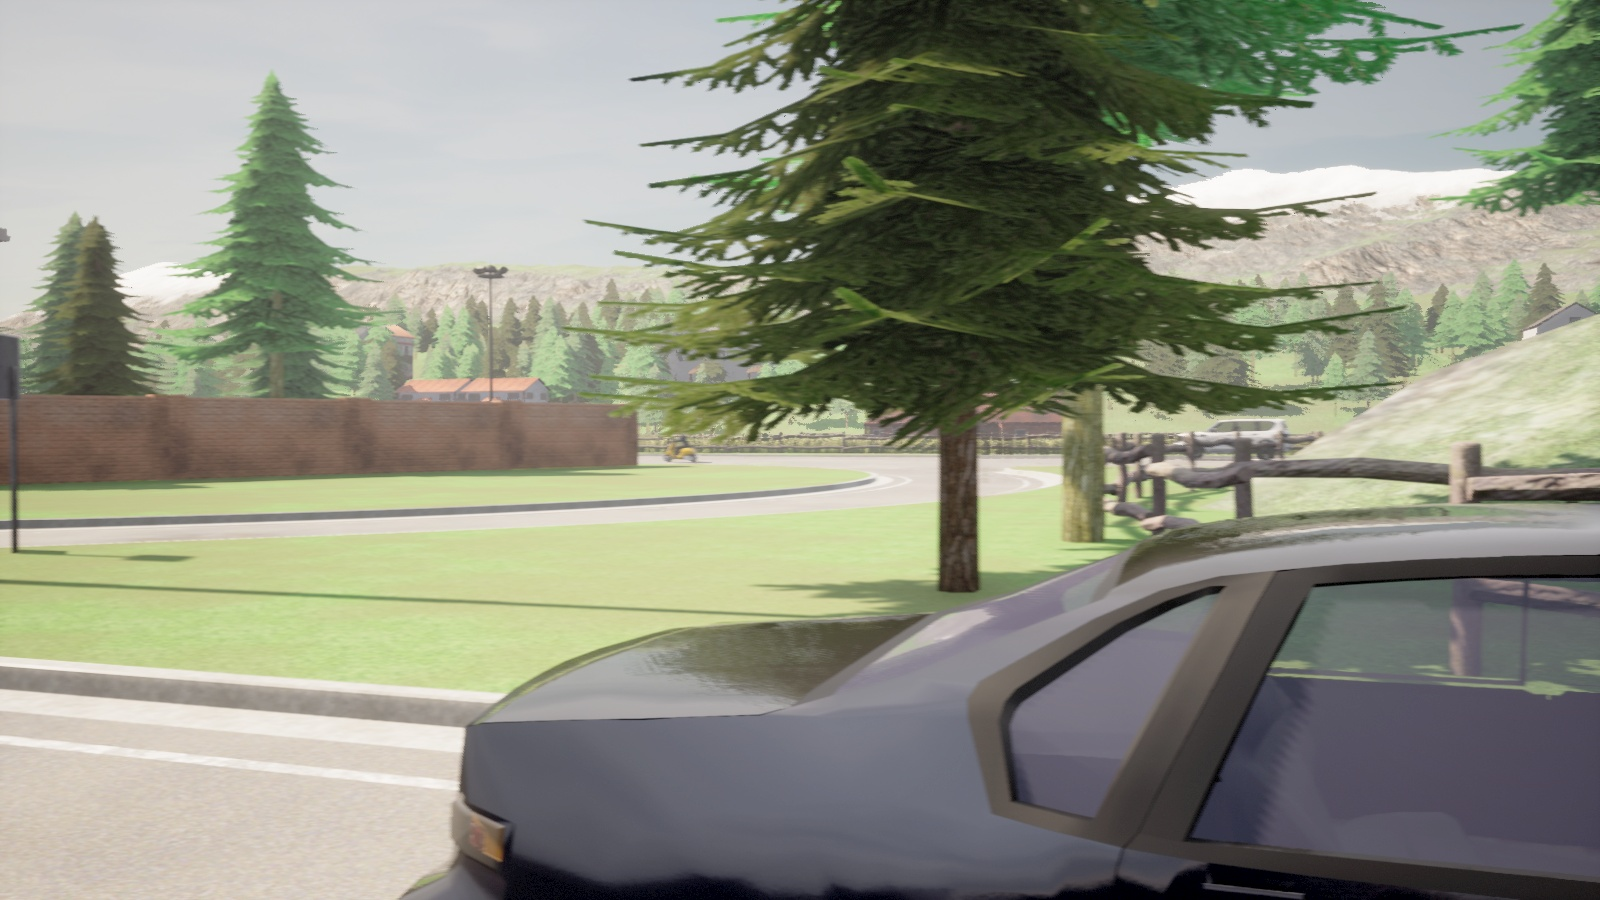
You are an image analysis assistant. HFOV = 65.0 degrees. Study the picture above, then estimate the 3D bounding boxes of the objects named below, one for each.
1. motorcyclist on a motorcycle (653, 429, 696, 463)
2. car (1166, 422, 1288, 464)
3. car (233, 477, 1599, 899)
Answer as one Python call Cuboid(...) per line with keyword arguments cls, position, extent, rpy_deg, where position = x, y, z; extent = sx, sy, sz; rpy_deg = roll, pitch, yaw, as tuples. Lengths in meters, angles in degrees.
Cuboid(cls="motorcyclist on a motorcycle", position=(-6.023, -0.211, 60.260), extent=(1.817, 1.590, 0.866), rpy_deg=(0, 1, 19))
Cuboid(cls="car", position=(21.088, -0.370, 62.142), extent=(5.566, 2.045, 2.150), rpy_deg=(1, 1, 19))
Cuboid(cls="car", position=(1.736, 0.839, 2.610), extent=(5.357, 1.411, 2.033), rpy_deg=(1, 1, 19))
